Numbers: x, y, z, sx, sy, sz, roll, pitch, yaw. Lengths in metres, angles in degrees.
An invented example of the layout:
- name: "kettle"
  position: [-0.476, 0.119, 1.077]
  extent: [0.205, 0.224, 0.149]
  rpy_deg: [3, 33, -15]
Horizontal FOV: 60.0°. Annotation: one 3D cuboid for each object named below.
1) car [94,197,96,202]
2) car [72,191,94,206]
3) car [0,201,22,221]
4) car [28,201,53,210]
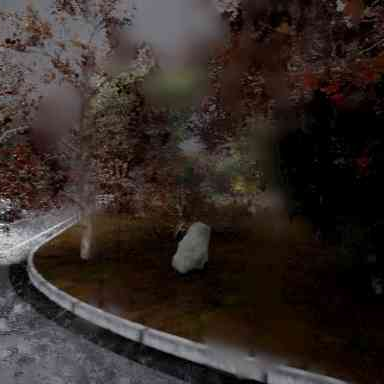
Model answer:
- name: "car"
  position: [-18.048, 1.167, 58.604]
  extent: [1.837, 1.490, 4.892]
  rpy_deg: [-1, 0, -11]
- name: "car"
  position: [-16.004, 0.913, 48.414]
  extent: [2.150, 2.045, 5.566]
  rpy_deg: [-1, 1, -11]
- name: "car"
  position: [-15.352, 1.477, 26.962]
  extent: [1.837, 1.490, 4.892]
  rpy_deg: [-1, 1, -11]
- name: "car"
  position: [-17.870, 1.360, 39.549]
  extent: [2.033, 1.411, 5.357]
  rpy_deg: [-1, 1, -11]
